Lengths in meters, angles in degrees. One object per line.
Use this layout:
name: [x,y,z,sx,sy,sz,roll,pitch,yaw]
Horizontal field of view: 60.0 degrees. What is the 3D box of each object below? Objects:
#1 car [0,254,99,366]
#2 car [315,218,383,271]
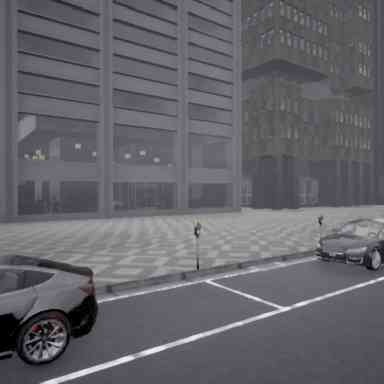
car: [-3.390,1.565,4.234,4.313,1.339,1.947,0,0,-35]
car: [5.794,1.549,10.785,4.403,1.369,2.008,0,0,-35]
